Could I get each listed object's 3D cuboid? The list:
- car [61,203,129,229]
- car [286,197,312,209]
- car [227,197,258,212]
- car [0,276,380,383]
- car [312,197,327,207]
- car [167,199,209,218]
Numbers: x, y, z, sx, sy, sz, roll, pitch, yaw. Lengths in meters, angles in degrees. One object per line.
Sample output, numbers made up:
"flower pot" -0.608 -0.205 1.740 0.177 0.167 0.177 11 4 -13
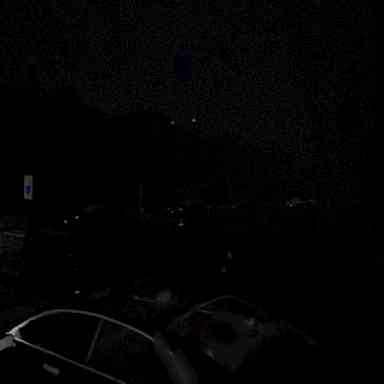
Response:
"car" -6.051 1.434 21.274 1.812 1.442 4.674 1 1 34
"car" 14.006 1.494 44.383 1.812 1.442 4.674 1 1 36
"car" 5.805 1.369 37.861 2.128 1.511 4.902 1 1 36
"car" -0.621 1.554 3.234 4.403 1.369 2.008 0 1 36
"car" 19.946 1.497 52.793 2.128 1.511 4.902 1 1 36
"car" -0.252 1.396 29.392 1.812 1.442 4.674 1 1 36
